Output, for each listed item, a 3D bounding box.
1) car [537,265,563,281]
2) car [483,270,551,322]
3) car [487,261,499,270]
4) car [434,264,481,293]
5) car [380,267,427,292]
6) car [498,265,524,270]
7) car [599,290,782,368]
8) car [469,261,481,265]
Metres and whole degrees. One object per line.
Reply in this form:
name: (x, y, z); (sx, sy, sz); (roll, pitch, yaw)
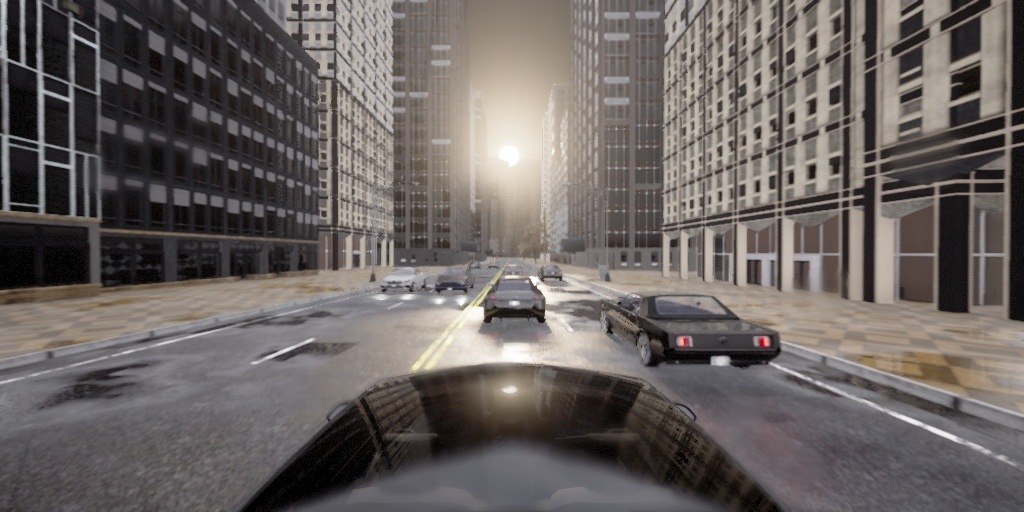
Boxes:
car: (3.347, 1.478, 31.964); (2.033, 1.411, 5.357); (0, 0, 0)
car: (0.083, 1.382, 12.666); (1.994, 1.385, 4.181); (0, 0, 0)
car: (-3.285, 1.647, 63.480); (2.033, 1.411, 5.357); (0, 0, 1)
car: (-3.351, 1.421, 22.009); (2.033, 1.411, 5.357); (0, 0, 0)
car: (-6.606, 1.401, 22.345); (1.812, 1.442, 4.674); (0, 0, 0)
car: (0.097, 1.479, 32.044); (2.033, 1.411, 5.357); (0, 0, 0)
car: (3.312, 1.390, 7.891); (1.895, 1.301, 4.718); (0, 0, 0)
car: (-6.538, 1.593, 63.461); (2.128, 1.511, 4.902); (0, 0, 1)
